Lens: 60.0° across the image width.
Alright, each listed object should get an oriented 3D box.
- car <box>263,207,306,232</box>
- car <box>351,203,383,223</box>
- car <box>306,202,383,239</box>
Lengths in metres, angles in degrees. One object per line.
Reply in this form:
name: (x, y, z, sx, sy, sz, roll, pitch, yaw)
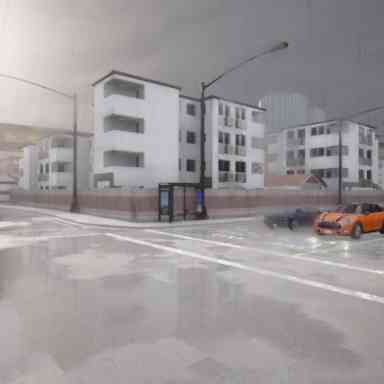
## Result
car: (6.542, 1.609, 20.479, 4.718, 1.301, 1.895, 0, 0, -37)
car: (14.930, 1.636, 26.622, 4.718, 1.301, 1.895, 0, 0, -35)
car: (8.422, 1.363, 17.507, 4.553, 1.767, 2.097, 0, 0, -37)
